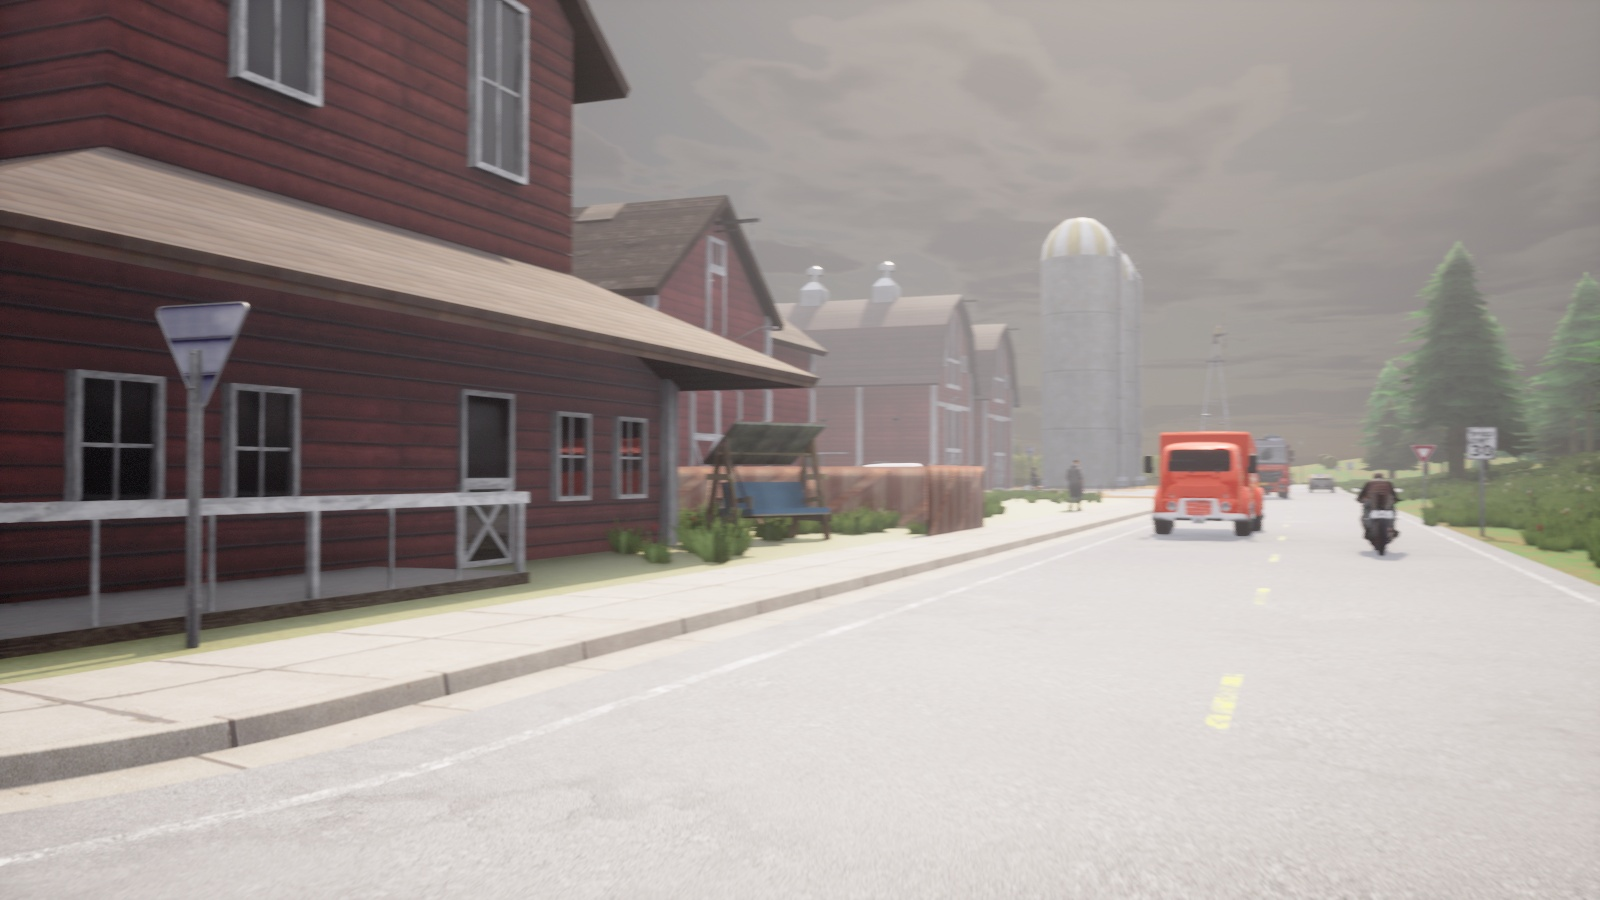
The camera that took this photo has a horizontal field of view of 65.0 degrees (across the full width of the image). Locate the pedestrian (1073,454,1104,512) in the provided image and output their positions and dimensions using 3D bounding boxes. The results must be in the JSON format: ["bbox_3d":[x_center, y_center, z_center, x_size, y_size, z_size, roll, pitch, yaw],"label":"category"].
[{"bbox_3d":[9.921,1.137,43.205,0.659,1.952,0.873,-1,-2,44],"label":"pedestrian"}]

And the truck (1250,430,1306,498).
[{"bbox_3d":[29.028,0.879,76.021,2.891,3.827,8.468,-1,-1,22],"label":"truck"}]

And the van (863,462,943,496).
[{"bbox_3d":[6.329,1.812,77.327,4.480,2.038,2.069,-1,-2,39],"label":"van"}]

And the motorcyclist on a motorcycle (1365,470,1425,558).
[{"bbox_3d":[10.904,1.133,23.059,0.866,1.530,2.191,-1,-1,22],"label":"motorcyclist on a motorcycle"}]

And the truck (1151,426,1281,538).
[{"bbox_3d":[10.231,0.755,30.597,2.627,2.467,5.204,-1,-1,22],"label":"truck"}]
